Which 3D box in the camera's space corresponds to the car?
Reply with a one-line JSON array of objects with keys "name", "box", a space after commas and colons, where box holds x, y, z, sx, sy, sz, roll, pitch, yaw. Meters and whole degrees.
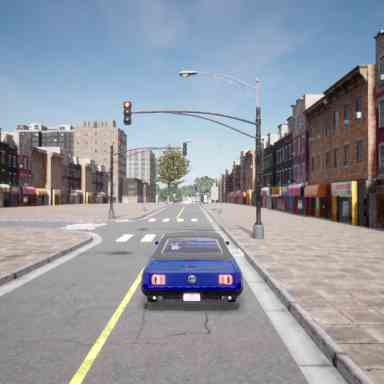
[{"name": "car", "box": [0.006, 1.612, 8.226, 1.895, 1.301, 4.718, 0, 0, 0]}]
